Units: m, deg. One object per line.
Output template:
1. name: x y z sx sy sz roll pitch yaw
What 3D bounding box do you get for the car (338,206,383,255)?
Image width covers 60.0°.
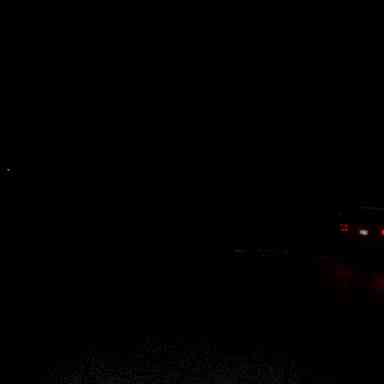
1. car: 8.120 1.695 14.294 2.150 2.045 5.566 3 0 42
